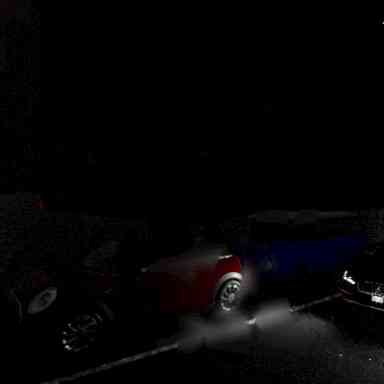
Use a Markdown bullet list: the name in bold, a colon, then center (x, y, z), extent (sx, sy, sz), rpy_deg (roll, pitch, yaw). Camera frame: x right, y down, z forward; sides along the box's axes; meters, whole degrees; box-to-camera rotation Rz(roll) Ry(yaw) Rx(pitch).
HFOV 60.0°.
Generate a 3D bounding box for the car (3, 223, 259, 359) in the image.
- **car**: center (-1.025, 1.463, 5.929), extent (4.097, 1.590, 1.967), rpy_deg (1, -1, -35)

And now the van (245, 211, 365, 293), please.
- **van**: center (2.956, 1.408, 8.764), extent (3.998, 1.788, 1.690), rpy_deg (1, -1, -35)

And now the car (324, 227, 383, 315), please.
- **car**: center (5.081, 1.580, 6.995), extent (4.892, 1.490, 1.837), rpy_deg (1, -1, -36)
